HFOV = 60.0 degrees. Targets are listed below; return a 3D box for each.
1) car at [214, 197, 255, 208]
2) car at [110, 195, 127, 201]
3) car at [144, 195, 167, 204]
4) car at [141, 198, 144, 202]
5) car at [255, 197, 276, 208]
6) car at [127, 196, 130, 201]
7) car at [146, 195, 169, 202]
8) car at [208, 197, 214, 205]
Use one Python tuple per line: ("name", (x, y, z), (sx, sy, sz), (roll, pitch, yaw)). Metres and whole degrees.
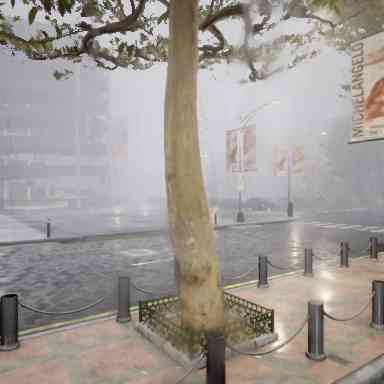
("car", (5.980, 1.547, 47.423), (2.033, 1.411, 5.357), (0, 0, -35))
("car", (-18.488, 1.427, 77.735), (5.008, 1.535, 1.882), (0, 0, 12))
("car", (-6.310, 1.505, 62.950), (4.892, 1.490, 1.837), (0, 0, 42))
("car", (-8.956, 1.478, 73.872), (5.008, 1.535, 1.882), (0, 0, 30))
("car", (9.825, 1.505, 48.023), (1.837, 1.490, 4.892), (0, 0, -36))
("car", (-17.525, 1.440, 81.099), (4.892, 1.490, 1.837), (0, 0, 12))
("car", (-7.932, 1.525, 77.283), (4.902, 1.511, 2.128), (0, 0, 26))
("car", (4.178, 1.547, 55.966), (2.033, 1.411, 5.357), (0, 0, -36))
